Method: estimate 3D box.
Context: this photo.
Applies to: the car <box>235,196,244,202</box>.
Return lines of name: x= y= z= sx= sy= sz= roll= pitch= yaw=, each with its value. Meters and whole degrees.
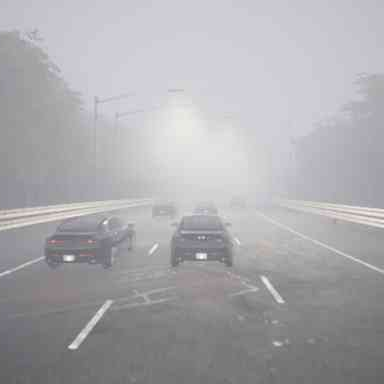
car: x=10.685 y=1.492 z=74.474 sx=1.895 sy=1.301 sz=4.718 roll=0 pitch=0 yaw=11

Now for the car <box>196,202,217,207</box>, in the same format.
car: x=1.246 y=1.529 z=28.853 sx=1.994 sy=1.385 sz=4.181 roll=0 pitch=0 yaw=4

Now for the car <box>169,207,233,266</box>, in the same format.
car: x=0.328 y=1.491 z=11.477 sx=1.837 sy=1.490 sz=4.892 roll=0 pitch=0 yaw=2

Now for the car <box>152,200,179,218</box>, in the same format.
car: x=-2.229 y=1.439 z=29.355 sx=1.882 sy=1.535 sz=5.008 roll=0 pitch=0 yaw=4

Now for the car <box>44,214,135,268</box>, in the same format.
car: x=-3.181 y=1.488 z=11.205 sx=1.837 sy=1.490 sz=4.892 roll=0 pitch=0 yaw=2

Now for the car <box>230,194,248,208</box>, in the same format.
car: x=6.448 y=1.296 z=47.311 sx=2.097 sy=1.767 sz=4.553 roll=0 pitch=0 yaw=7

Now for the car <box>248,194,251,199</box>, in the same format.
car: x=13.935 y=1.225 z=89.755 sx=2.097 sy=1.767 sz=4.553 roll=0 pitch=0 yaw=14
